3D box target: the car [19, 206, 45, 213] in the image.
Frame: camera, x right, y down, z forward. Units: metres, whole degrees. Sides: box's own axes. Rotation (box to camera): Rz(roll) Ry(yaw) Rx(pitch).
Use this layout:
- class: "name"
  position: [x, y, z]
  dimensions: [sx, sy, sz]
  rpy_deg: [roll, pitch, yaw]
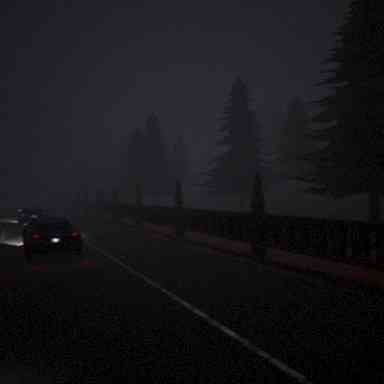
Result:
- class: "car"
  position: [-12.727, 1.828, 26.544]
  dimensions: [1.994, 1.385, 4.181]
  rpy_deg: [0, 0, -28]

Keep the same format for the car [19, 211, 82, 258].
- class: "car"
  position: [-5.766, 1.691, 13.521]
  dimensions: [1.994, 1.385, 4.181]
  rpy_deg: [0, 0, -28]
